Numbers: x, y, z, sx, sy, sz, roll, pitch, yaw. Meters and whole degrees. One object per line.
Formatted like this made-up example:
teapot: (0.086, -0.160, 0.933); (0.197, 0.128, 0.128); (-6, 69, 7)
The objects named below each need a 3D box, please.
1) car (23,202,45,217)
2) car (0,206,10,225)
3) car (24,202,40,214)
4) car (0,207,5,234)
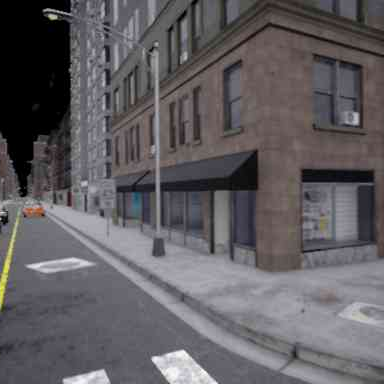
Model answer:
car: (-17.886, 1.867, 37.678); (2.097, 1.767, 4.553); (-1, 0, -26)
car: (-16.297, 1.901, 27.597); (1.882, 1.535, 5.008); (-1, 0, -27)
car: (-22.393, 2.137, 46.434); (1.837, 1.490, 4.892); (-1, 0, -27)
car: (-11.667, 1.822, 18.443); (1.812, 1.442, 4.674); (-1, 0, -27)
